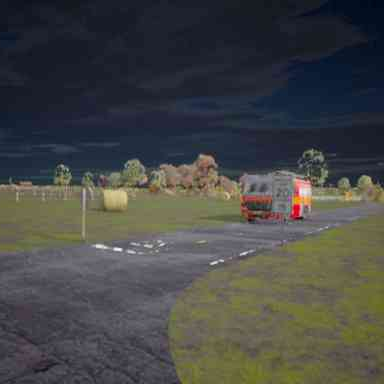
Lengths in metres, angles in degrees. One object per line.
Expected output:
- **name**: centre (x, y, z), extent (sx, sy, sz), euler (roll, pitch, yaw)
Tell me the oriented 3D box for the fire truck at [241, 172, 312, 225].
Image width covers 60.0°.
- **fire truck**: centre (7.040, 0.458, 26.704), extent (2.891, 3.827, 8.468), euler (1, 0, 35)
